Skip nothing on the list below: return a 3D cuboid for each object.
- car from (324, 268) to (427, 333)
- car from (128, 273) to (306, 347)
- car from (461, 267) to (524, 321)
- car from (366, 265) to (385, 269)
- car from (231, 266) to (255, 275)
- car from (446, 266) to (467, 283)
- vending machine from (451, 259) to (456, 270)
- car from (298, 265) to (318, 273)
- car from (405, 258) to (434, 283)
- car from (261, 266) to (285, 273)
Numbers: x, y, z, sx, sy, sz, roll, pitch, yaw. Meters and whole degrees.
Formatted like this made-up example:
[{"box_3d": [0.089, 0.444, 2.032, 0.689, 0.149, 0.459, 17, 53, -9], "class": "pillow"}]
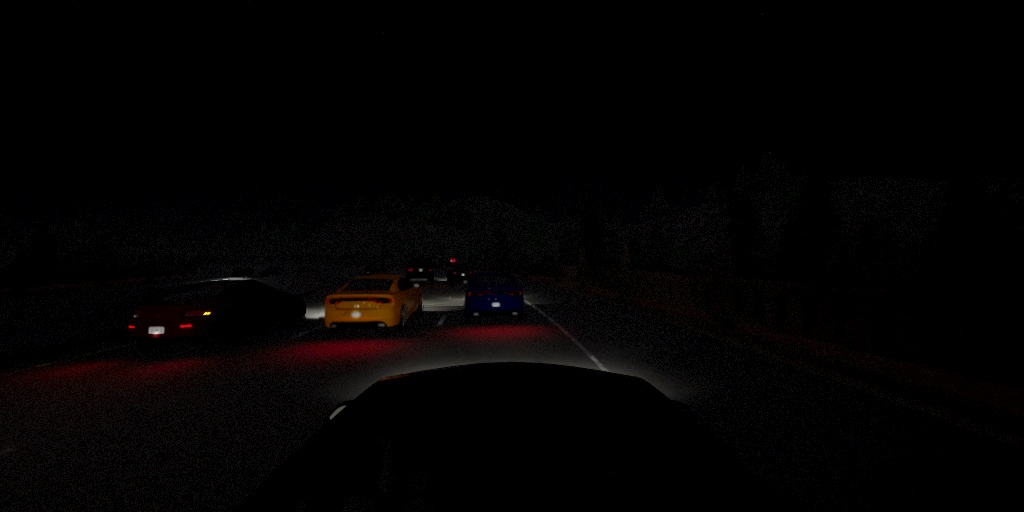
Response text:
[{"box_3d": [-4.070, 1.310, 11.266, 1.882, 1.535, 5.008, 0, 0, -6], "class": "car"}, {"box_3d": [-7.402, 1.363, 9.582, 1.812, 1.442, 4.674, 0, 0, -4], "class": "car"}, {"box_3d": [-0.744, 1.306, 13.056, 1.882, 1.535, 5.008, 0, 0, -6], "class": "car"}, {"box_3d": [-11.643, 1.519, 30.800, 2.128, 1.511, 4.902, 0, -1, -17], "class": "car"}, {"box_3d": [-32.355, 1.903, 43.123, 1.895, 1.301, 4.718, 0, -1, -30], "class": "car"}, {"box_3d": [-4.609, 1.553, 31.631, 1.994, 1.385, 4.181, 0, 0, -16], "class": "car"}, {"box_3d": [-10.084, 1.480, 62.417, 1.100, 2.100, 0.880, 0, 0, -33], "class": "vending machine"}, {"box_3d": [-24.420, 1.796, 43.082, 1.994, 1.385, 4.181, 0, -1, -27], "class": "car"}, {"box_3d": [-7.833, 1.221, 30.423, 2.150, 2.045, 5.566, 0, -1, -16], "class": "car"}, {"box_3d": [-27.225, 1.836, 40.955, 1.895, 1.301, 4.718, 0, -1, -27], "class": "car"}]
